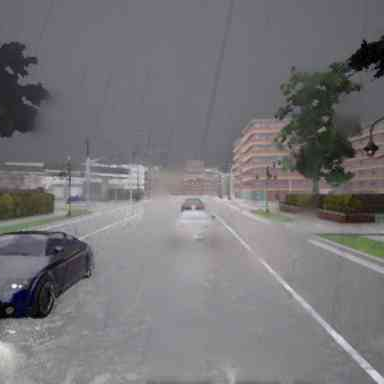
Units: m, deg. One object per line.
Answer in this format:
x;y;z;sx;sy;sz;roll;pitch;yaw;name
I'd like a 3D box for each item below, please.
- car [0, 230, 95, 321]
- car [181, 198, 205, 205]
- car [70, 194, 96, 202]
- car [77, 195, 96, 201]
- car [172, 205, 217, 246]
-3.596;1.557;7.248;1.994;1.385;4.181;0;0;0;car
0.101;1.324;29.323;2.097;1.767;4.553;0;0;0;car
-23.312;1.227;70.082;4.611;1.667;2.242;0;0;1;car
-24.029;1.382;75.833;3.806;1.475;1.970;0;0;1;car
0.108;1.511;15.116;1.812;1.442;4.674;0;0;0;car
